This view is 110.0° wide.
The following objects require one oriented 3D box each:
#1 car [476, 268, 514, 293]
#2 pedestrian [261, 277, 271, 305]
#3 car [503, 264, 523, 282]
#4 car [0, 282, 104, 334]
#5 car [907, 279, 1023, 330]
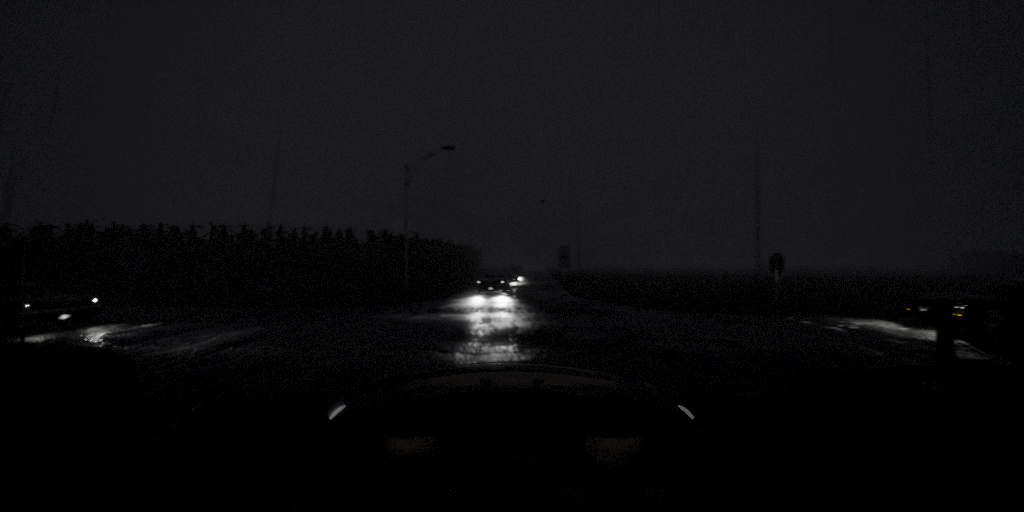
[{"bbox_3d":[-1.131,1.661,23.614,1.895,1.301,4.718,-1,-1,4],"label":"car"},{"bbox_3d":[-11.026,1.506,16.106,0.375,1.300,0.375,-1,-2,4],"label":"pedestrian"},{"bbox_3d":[-0.264,1.762,35.864,2.033,1.411,5.357,-1,-1,4],"label":"car"},{"bbox_3d":[-14.825,1.398,10.348,4.718,1.301,1.895,0,-1,5],"label":"car"},{"bbox_3d":[15.530,1.478,11.262,4.892,1.490,1.837,0,-1,4],"label":"car"}]
